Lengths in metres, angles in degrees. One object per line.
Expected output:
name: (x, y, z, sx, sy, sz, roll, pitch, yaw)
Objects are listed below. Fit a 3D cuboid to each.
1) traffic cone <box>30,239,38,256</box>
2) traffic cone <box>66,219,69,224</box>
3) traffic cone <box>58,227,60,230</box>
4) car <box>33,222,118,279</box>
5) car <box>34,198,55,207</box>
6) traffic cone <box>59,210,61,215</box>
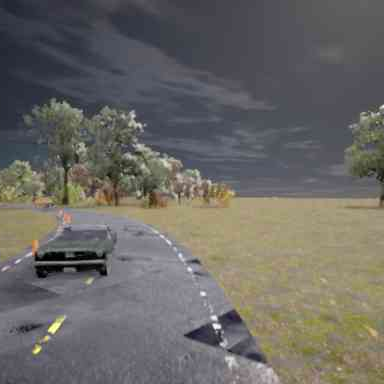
traffic cone: (-5.719, 2.035, 12.189, 0.340, 0.580, 0.340, 0, 0, -10)
traffic cone: (-8.069, 2.077, 21.578, 0.340, 0.580, 0.340, 0, 0, -18)
traffic cone: (-6.744, 2.058, 16.921, 0.340, 0.580, 0.340, 0, 0, -14)
car: (-3.435, 1.677, 10.579, 1.895, 1.301, 4.718, 0, 0, -9)
car: (-21.090, 1.573, 47.623, 1.882, 1.535, 5.008, 1, -1, -40)
traffic cone: (-13.786, 2.133, 34.911, 0.340, 0.580, 0.340, 1, -1, -29)
